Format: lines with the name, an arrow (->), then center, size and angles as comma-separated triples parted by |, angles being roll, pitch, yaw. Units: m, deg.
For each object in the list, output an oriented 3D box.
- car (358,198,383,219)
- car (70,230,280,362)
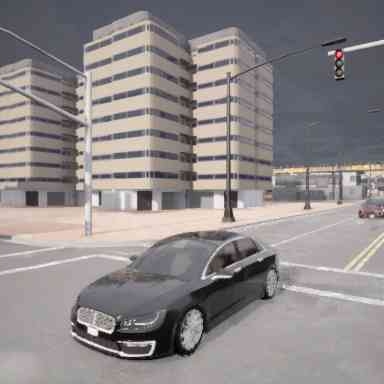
car -> 15.421, 1.343, 27.917 | 2.097, 1.767, 4.553 | 0, 0, 35
car -> 0.113, 1.553, 6.292 | 1.837, 1.490, 4.892 | 0, 0, 35
